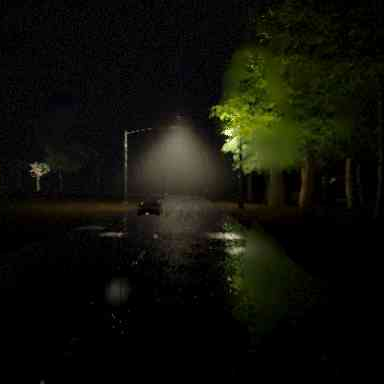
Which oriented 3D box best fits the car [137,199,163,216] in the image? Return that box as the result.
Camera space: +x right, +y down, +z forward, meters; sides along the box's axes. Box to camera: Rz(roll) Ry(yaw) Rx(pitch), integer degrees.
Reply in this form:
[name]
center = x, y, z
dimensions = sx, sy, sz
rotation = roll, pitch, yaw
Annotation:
[car]
center = -3.612, 1.320, 29.473
dimensions = 2.033, 1.411, 5.357
rotation = 0, 1, 0
